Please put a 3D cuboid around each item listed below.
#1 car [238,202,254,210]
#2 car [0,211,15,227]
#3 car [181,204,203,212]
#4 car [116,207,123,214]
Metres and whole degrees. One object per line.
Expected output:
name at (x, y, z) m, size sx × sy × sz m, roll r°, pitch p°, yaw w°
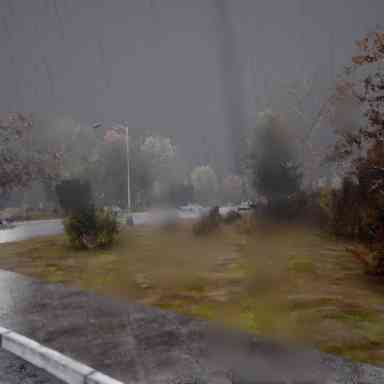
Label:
car at (8.659, 2.204, 51.466) m, size 1.994 × 1.385 × 4.181 m, roll -3°, pitch -2°, yaw 32°
car at (-18.217, 2.423, 29.238) m, size 2.128 × 1.511 × 4.902 m, roll -3°, pitch -2°, yaw 33°
car at (-0.039, 2.696, 57.535) m, size 1.895 × 1.301 × 4.718 m, roll -3°, pitch -2°, yaw 32°
car at (-10.673, 2.474, 40.868) m, size 1.837 × 1.490 × 4.892 m, roll -3°, pitch -2°, yaw 32°
